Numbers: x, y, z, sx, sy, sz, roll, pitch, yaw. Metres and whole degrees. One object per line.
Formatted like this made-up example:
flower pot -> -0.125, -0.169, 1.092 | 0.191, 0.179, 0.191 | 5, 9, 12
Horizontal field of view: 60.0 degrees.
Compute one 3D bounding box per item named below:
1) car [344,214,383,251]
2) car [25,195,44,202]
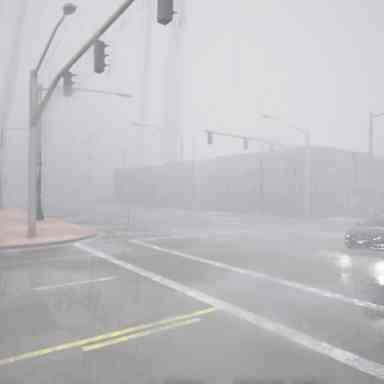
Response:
car -> 8.441, 1.704, 14.188 | 4.892, 1.490, 1.837 | 1, -1, -35
car -> -38.785, 1.470, 82.006 | 4.553, 1.767, 2.097 | 0, 0, 20
